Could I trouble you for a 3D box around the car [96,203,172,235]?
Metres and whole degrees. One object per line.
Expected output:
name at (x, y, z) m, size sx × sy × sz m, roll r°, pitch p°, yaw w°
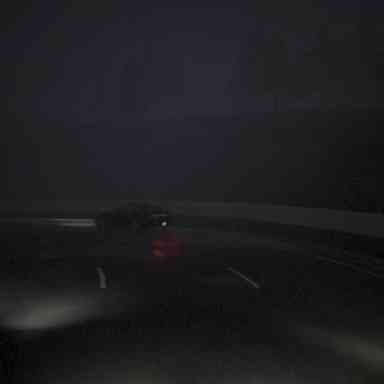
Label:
car at (-3.287, 1.364, 18.188) m, size 4.902 × 1.511 × 2.128 m, roll 0°, pitch 0°, yaw 39°
